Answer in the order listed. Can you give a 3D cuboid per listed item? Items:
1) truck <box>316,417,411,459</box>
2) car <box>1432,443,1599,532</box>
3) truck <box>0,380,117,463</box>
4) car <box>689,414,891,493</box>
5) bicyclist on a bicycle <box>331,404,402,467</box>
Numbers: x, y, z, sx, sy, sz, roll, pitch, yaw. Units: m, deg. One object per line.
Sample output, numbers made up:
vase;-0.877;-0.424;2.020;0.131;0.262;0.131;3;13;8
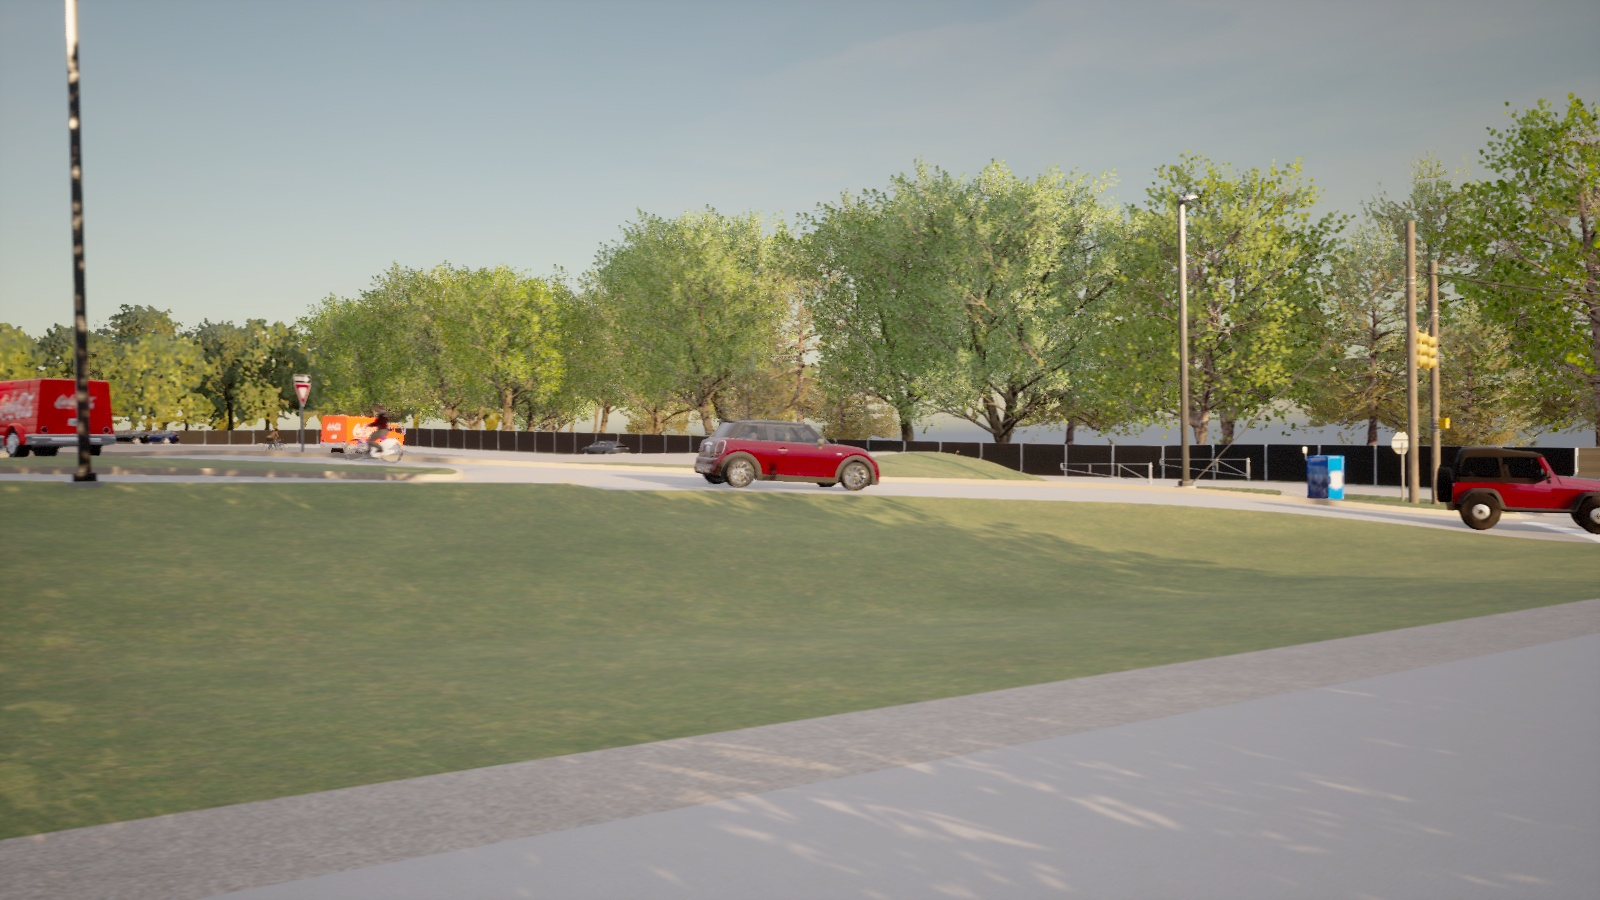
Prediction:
truck;-27.543;-0.720;79.456;2.627;2.467;5.204;1;-2;28
car;16.681;0.805;28.805;3.866;1.878;1.905;1;1;27
truck;-24.487;-0.833;40.005;5.204;2.467;2.627;-1;0;34
car;-0.274;0.080;31.493;4.553;1.767;2.097;2;1;-20
bicyclist on a bicycle;-12.943;-0.433;37.498;1.843;1.776;0.659;2;1;10
